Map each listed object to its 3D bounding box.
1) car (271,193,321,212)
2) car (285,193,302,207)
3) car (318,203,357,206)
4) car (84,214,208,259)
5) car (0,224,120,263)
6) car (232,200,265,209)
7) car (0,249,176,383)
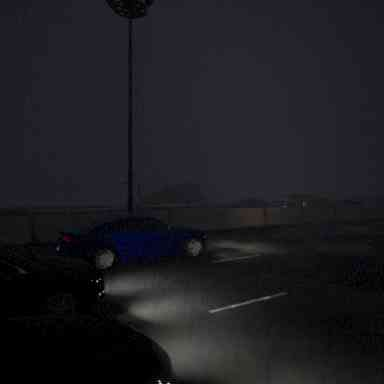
[{"bbox_3d":[12.227,1.148,39.082,5.566,2.045,2.150,0,0,-25],"label":"car"},{"bbox_3d":[12.708,1.286,35.401,4.553,1.767,2.097,0,0,-25],"label":"car"},{"bbox_3d":[15.097,1.487,32.719,5.357,1.411,2.033,0,0,-25],"label":"car"},{"bbox_3d":[-1.775,1.456,10.875,5.008,1.535,1.882,0,0,-34],"label":"car"},{"bbox_3d":[-3.845,1.493,5.216,4.892,1.490,1.837,0,0,-35],"label":"car"},{"bbox_3d":[6.926,1.401,40.354,5.008,1.535,1.882,0,0,-26],"label":"car"},{"bbox_3d":[-2.356,1.501,1.981,4.892,1.490,1.837,0,0,-36],"label":"car"}]
